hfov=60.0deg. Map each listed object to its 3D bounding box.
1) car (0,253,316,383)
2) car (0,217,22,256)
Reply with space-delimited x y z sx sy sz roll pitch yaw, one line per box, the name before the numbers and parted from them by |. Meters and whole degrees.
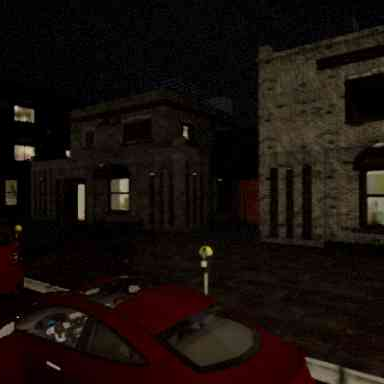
car | -0.882 1.583 3.506 4.206 1.307 1.802 0 0 35
car | -5.391 1.318 6.723 5.009 1.841 2.192 0 0 35
